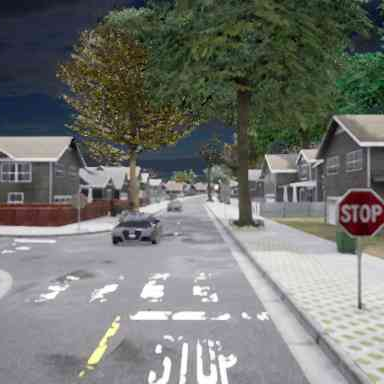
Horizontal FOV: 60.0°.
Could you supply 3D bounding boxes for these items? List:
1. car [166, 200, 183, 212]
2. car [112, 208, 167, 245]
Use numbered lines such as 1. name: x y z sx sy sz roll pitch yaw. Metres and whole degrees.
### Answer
1. car: -2.193 1.800 42.407 1.837 1.490 4.892 0 0 1
2. car: -2.548 1.701 16.261 1.994 1.385 4.181 0 0 1
